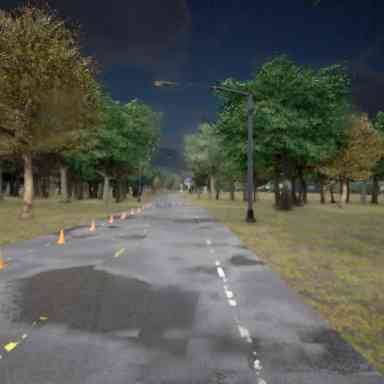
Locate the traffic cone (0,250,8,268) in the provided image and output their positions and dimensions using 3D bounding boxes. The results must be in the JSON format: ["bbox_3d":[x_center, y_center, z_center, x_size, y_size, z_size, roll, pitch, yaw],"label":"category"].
[{"bbox_3d":[-5.840,1.980,10.068,0.340,0.580,0.340,0,0,0],"label":"traffic cone"}]

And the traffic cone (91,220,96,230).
[{"bbox_3d":[-5.956,2.005,20.045,0.340,0.580,0.340,0,0,-1],"label":"traffic cone"}]

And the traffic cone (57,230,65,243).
[{"bbox_3d":[-5.889,1.992,15.057,0.340,0.580,0.340,0,0,-1],"label":"traffic cone"}]

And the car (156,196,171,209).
[{"bbox_3d":[-4.128,1.488,49.099,2.097,1.767,4.553,0,0,-2],"label":"car"}]

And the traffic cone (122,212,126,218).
[{"bbox_3d":[-6.145,2.031,30.021,0.340,0.580,0.340,0,0,-1],"label":"traffic cone"}]

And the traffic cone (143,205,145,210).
[{"bbox_3d":[-6.566,2.077,44.982,0.340,0.580,0.340,0,0,-2],"label":"traffic cone"}]
